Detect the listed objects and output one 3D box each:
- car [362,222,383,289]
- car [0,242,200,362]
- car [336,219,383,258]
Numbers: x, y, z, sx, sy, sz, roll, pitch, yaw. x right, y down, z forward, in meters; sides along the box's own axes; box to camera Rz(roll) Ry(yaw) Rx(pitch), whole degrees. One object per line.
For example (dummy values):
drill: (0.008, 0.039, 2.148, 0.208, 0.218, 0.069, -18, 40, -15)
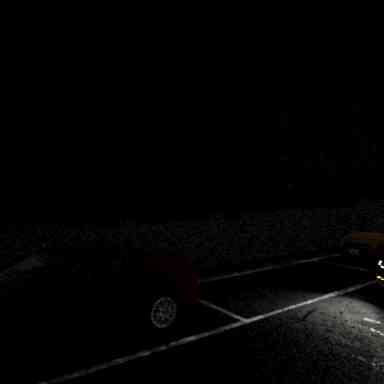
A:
car: (6.203, 1.499, 7.761, 4.892, 1.490, 1.837, 0, 0, -35)
car: (-1.975, 1.539, 5.249, 4.507, 1.381, 1.887, 0, 0, -35)
car: (6.907, 1.516, 11.535, 4.829, 1.417, 1.752, 0, 0, -35)
